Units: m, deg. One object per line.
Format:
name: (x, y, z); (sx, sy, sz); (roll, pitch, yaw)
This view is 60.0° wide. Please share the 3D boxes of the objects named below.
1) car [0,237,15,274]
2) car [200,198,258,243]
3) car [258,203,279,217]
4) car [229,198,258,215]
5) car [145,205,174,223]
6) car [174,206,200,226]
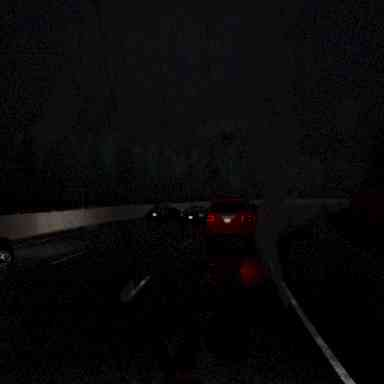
car: (-6.325, 1.530, 7.943); (2.128, 1.511, 4.902); (0, 0, 5)
car: (2.080, 1.332, 16.923); (2.150, 2.045, 5.566); (0, 0, 12)
car: (7.865, 1.833, 34.688); (1.895, 1.301, 4.718); (0, 0, 24)
car: (6.089, 1.606, 38.945); (2.097, 1.767, 4.553); (0, -1, 25)
car: (-2.279, 1.732, 27.487); (1.994, 1.385, 4.181); (0, 0, 17)
car: (0.459, 1.718, 24.535); (1.994, 1.385, 4.181); (0, 0, 16)
